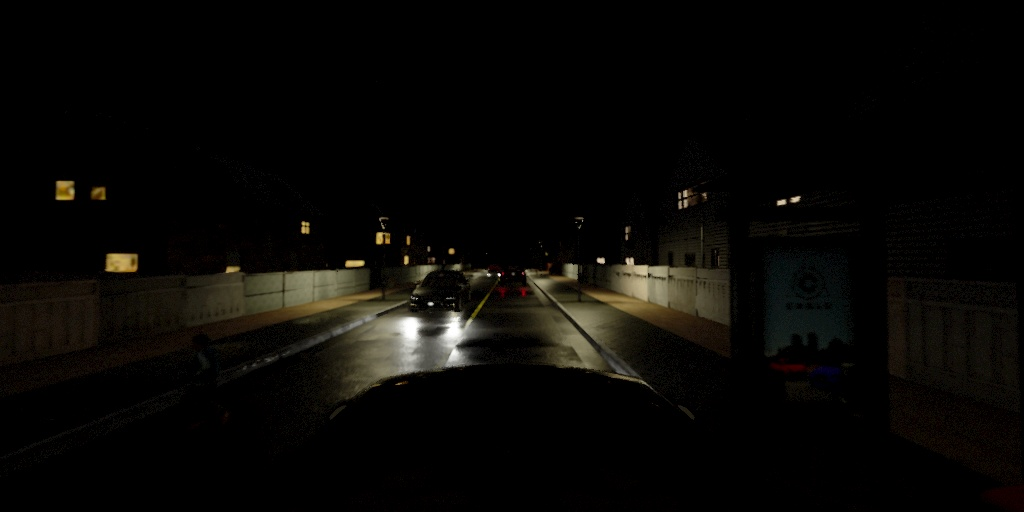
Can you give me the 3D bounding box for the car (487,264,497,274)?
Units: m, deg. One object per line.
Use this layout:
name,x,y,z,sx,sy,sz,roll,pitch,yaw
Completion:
car,-2.785,1.996,56.666,1.882,1.535,5.008,0,-1,0

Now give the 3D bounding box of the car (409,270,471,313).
car,-2.837,1.401,15.019,1.837,1.490,4.892,0,1,0

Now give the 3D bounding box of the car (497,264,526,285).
car,0.113,1.455,29.917,2.097,1.767,4.553,0,-1,1

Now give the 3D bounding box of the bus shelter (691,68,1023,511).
bus shelter,3.010,0.629,2.149,1.920,2.740,3.880,0,0,0

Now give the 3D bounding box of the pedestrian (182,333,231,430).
pedestrian,-3.545,1.448,4.170,0.500,1.100,0.500,0,-1,-4
